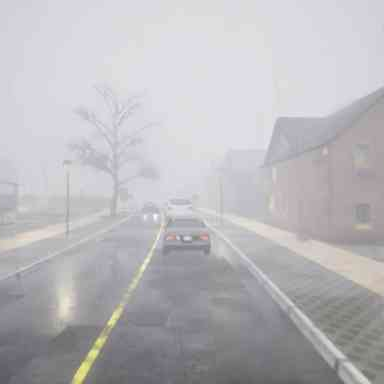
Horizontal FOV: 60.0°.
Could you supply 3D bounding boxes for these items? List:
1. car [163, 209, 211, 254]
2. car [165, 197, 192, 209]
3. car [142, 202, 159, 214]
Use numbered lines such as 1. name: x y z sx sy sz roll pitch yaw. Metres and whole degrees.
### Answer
1. car: -0.256 1.680 14.068 2.033 1.411 5.357 0 -1 -2
2. car: -1.160 1.490 29.129 2.150 2.045 5.566 0 0 -5
3. car: -5.134 1.947 41.237 1.994 1.385 4.181 0 -1 -6
